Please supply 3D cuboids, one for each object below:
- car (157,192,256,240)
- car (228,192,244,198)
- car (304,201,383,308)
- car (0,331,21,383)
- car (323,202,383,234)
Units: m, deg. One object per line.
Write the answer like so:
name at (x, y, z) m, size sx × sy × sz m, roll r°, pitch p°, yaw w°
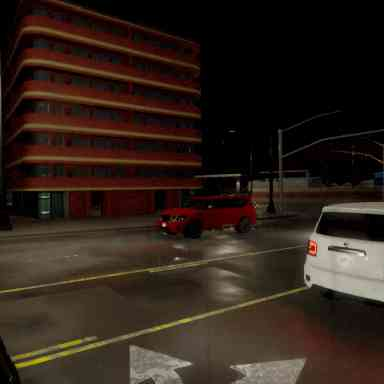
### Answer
car at (0.927, 1.209, 17.504) m, size 5.566 × 2.045 × 2.150 m, roll 0°, pitch 0°, yaw -35°
car at (11.343, 0.818, 85.094) m, size 3.806 × 1.475 × 1.970 m, roll -1°, pitch 1°, yaw -35°
car at (4.761, 1.218, 7.127) m, size 5.566 × 2.045 × 2.150 m, roll 0°, pitch 0°, yaw -35°
car at (-3.680, 1.222, 1.126) m, size 5.566 × 2.045 × 2.150 m, roll 0°, pitch 0°, yaw -35°
car at (10.077, 1.424, 19.629) m, size 5.008 × 1.535 × 1.882 m, roll 0°, pitch 0°, yaw -35°
